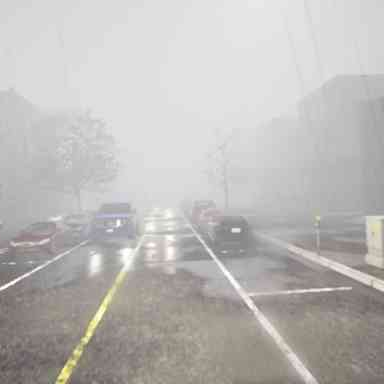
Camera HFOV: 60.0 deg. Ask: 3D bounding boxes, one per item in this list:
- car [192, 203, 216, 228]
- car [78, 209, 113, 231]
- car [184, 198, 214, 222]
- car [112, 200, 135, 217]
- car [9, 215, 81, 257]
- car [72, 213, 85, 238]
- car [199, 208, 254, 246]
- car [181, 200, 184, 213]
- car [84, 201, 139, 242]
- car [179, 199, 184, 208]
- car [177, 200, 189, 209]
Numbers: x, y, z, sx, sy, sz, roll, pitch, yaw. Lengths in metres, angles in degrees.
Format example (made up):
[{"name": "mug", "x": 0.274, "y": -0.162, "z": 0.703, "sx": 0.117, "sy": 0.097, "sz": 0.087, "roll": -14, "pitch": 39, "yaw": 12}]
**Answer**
[{"name": "car", "x": 1.243, "y": 1.678, "z": 21.499, "sx": 1.752, "sy": 1.417, "sz": 4.829, "roll": -3, "pitch": -1, "yaw": -4}, {"name": "car", "x": -7.506, "y": 2.146, "z": 26.231, "sx": 1.802, "sy": 1.307, "sz": 4.206, "roll": -3, "pitch": -1, "yaw": -4}, {"name": "car", "x": 0.830, "y": 1.535, "z": 26.865, "sx": 2.192, "sy": 1.841, "sz": 5.009, "roll": -3, "pitch": -1, "yaw": -4}, {"name": "car", "x": -8.762, "y": 2.088, "z": 42.830, "sx": 2.192, "sy": 1.841, "sz": 5.009, "roll": -3, "pitch": -1, "yaw": -4}, {"name": "car", "x": -6.678, "y": 2.006, "z": 15.166, "sx": 1.802, "sy": 1.307, "sz": 4.206, "roll": -3, "pitch": -1, "yaw": -4}, {"name": "car", "x": -7.094, "y": 2.045, "z": 20.698, "sx": 2.008, "sy": 1.369, "sz": 4.403, "roll": -3, "pitch": -1, "yaw": -4}, {"name": "car", "x": 1.671, "y": 1.646, "z": 15.798, "sx": 1.947, "sy": 1.339, "sz": 4.313, "roll": -3, "pitch": -1, "yaw": -4}, {"name": "car", "x": 0.015, "y": 1.941, "z": 37.927, "sx": 1.802, "sy": 1.307, "sz": 4.206, "roll": -3, "pitch": 0, "yaw": -4}, {"name": "car", "x": -4.308, "y": 1.582, "z": 19.261, "sx": 2.150, "sy": 2.045, "sz": 5.566, "roll": -2, "pitch": 0, "yaw": -5}, {"name": "car", "x": -0.414, "y": 1.956, "z": 43.630, "sx": 1.752, "sy": 1.417, "sz": 4.829, "roll": -3, "pitch": 0, "yaw": -4}, {"name": "car", "x": -1.657, "y": 2.164, "z": 60.227, "sx": 1.752, "sy": 1.417, "sz": 4.829, "roll": -3, "pitch": 0, "yaw": -4}]
